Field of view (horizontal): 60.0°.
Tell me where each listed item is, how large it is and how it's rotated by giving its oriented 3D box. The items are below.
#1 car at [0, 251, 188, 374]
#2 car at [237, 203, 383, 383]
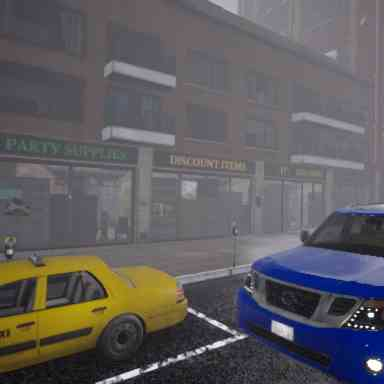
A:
[{"bbox_3d":[-2.348,1.526,4.400,4.829,1.417,1.752,0,2,-35],"label":"car"},{"bbox_3d":[3.283,1.225,5.393,5.566,2.045,2.150,0,0,-35],"label":"car"}]
